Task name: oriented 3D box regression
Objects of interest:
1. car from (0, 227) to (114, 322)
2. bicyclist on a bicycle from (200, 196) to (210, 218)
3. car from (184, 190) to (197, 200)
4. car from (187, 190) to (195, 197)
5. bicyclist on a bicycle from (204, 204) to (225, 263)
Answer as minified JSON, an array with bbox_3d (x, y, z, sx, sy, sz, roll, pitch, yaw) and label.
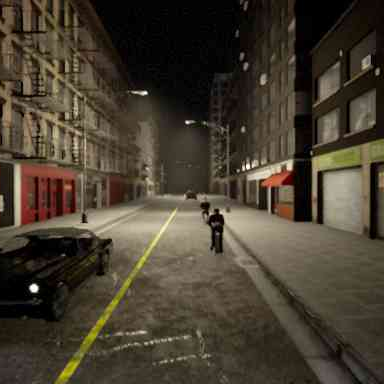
[{"bbox_3d":[-3.124,1.516,7.178,1.895,1.301,4.718,0,1,0],"label":"car"},{"bbox_3d":[0.762,1.130,19.283,0.659,1.776,1.843,0,1,0],"label":"bicyclist on a bicycle"},{"bbox_3d":[-0.096,0.679,60.342,1.812,1.442,4.674,0,1,0],"label":"car"},{"bbox_3d":[-0.250,0.378,76.551,1.882,1.535,5.008,0,1,0],"label":"car"},{"bbox_3d":[0.790,1.325,10.540,0.582,1.620,1.656,0,0,0],"label":"bicyclist on a bicycle"}]
